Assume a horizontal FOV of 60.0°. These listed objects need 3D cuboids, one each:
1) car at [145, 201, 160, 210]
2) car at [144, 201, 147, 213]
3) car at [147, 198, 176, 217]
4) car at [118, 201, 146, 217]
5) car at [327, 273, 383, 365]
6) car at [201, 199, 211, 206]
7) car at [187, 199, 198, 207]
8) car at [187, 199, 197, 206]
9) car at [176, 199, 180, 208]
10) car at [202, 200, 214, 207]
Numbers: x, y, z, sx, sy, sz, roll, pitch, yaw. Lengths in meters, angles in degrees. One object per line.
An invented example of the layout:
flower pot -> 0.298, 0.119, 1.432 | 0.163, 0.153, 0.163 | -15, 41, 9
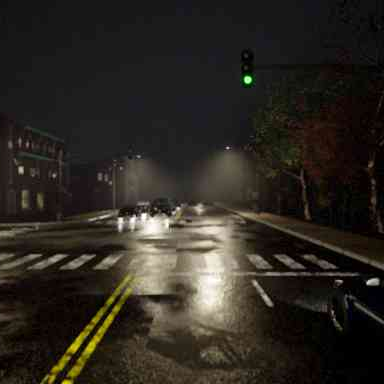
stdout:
car -> -6.578, 2.198, 55.861 | 1.812, 1.442, 4.674 | 0, 0, 1
car -> -6.593, 2.032, 44.827 | 2.128, 1.511, 4.902 | 0, -1, 0
car -> -3.348, 1.670, 37.114 | 2.150, 2.045, 5.566 | 0, -1, 0
car -> -6.596, 1.998, 35.915 | 1.994, 1.385, 4.181 | 0, -1, 0
car -> 3.339, 1.616, 4.164 | 1.994, 1.385, 4.181 | 0, -1, 1
car -> 3.254, 2.459, 76.732 | 2.033, 1.411, 5.357 | 0, -1, 0
car -> 0.106, 2.341, 67.877 | 1.812, 1.442, 4.674 | 0, -1, 0
car -> 0.006, 2.459, 77.958 | 2.128, 1.511, 4.902 | 0, -1, 0
car -> -3.343, 2.143, 49.409 | 2.033, 1.411, 5.357 | 0, -1, 0
car -> 3.357, 2.291, 66.549 | 2.128, 1.511, 4.902 | 0, -1, 0
